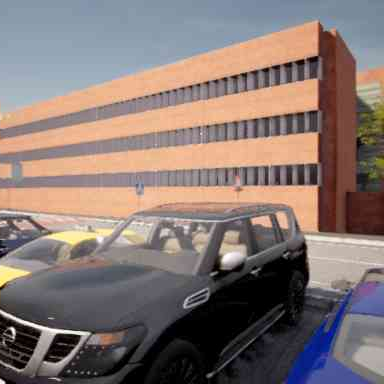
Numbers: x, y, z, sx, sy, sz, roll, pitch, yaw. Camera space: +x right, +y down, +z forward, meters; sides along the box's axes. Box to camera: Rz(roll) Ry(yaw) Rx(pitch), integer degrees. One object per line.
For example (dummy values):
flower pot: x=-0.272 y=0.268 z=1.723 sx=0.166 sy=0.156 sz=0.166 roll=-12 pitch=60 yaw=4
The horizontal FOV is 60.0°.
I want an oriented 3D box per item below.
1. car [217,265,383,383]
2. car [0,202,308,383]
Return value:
car: x=2.338 y=1.521 z=3.322 sx=2.002 sy=1.452 sz=4.674 roll=0 pitch=0 yaw=35
car: x=0.024 y=1.211 z=4.940 sx=2.435 sy=2.045 sz=5.566 roll=0 pitch=0 yaw=35
